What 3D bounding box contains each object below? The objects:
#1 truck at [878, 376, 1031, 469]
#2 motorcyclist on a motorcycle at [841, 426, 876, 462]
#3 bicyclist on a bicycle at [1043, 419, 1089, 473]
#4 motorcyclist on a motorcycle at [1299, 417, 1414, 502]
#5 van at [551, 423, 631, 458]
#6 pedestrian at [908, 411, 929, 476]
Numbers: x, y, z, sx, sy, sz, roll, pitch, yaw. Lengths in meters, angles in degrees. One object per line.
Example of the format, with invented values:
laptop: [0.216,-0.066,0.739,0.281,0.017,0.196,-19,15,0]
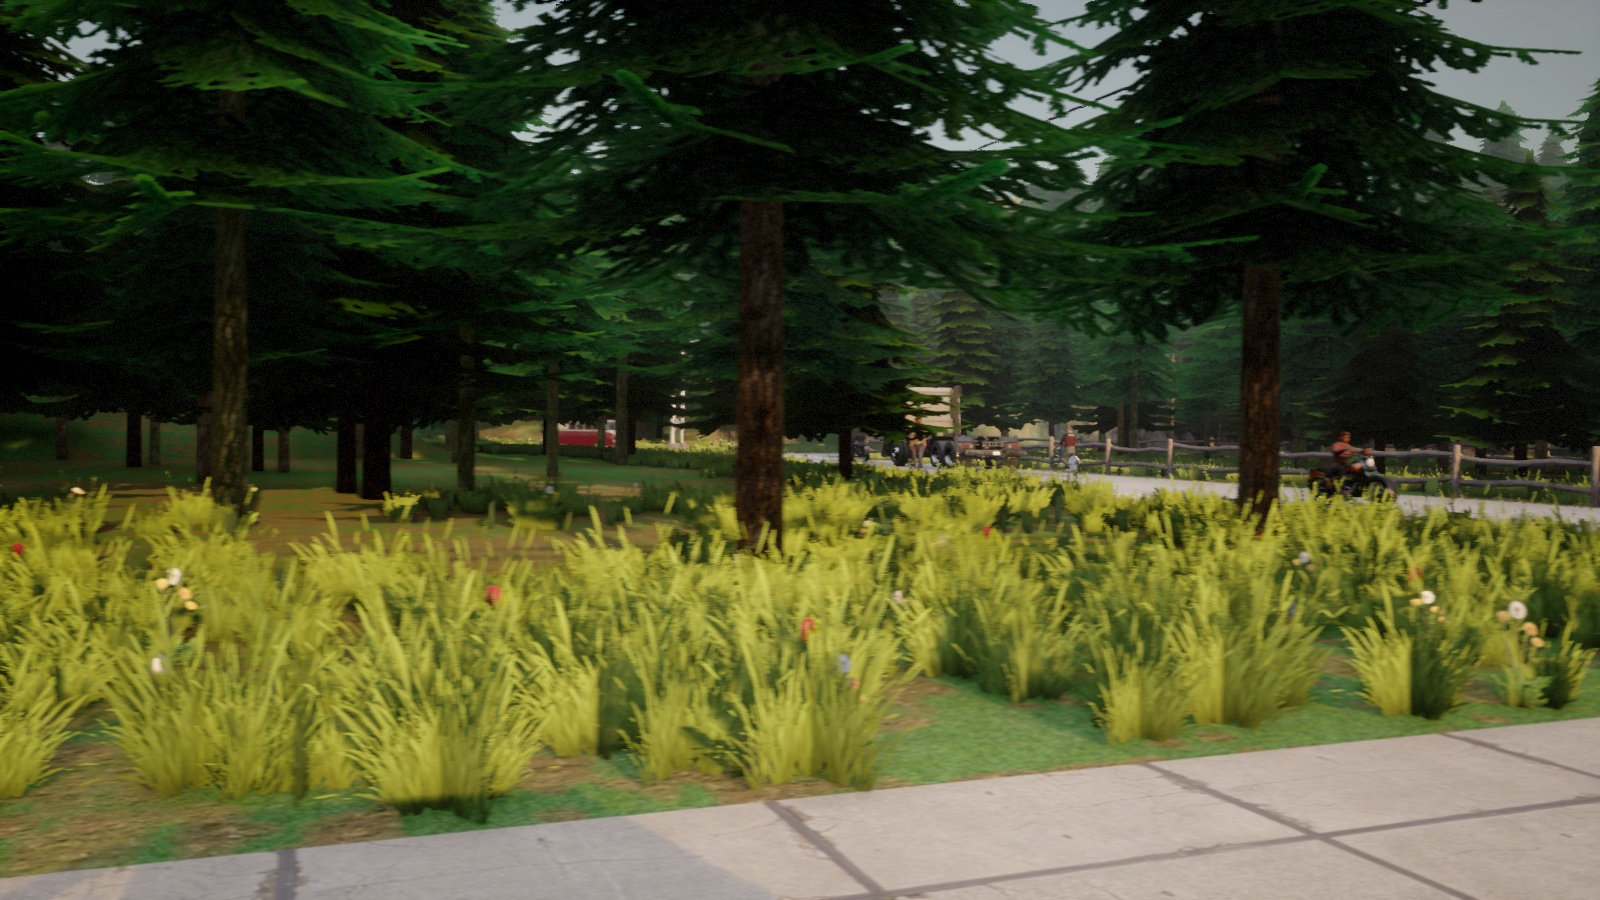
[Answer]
truck: [6.103,-1.108,51.077,2.891,3.462,7.936,-1,1,-20]
motorcyclist on a motorcycle: [2.798,-0.290,60.282,0.766,1.649,2.350,-1,1,-21]
bicyclist on a bicycle: [9.069,-0.153,42.807,0.659,1.776,1.843,-1,1,-20]
motorcyclist on a motorcycle: [11.413,0.169,25.850,0.766,1.649,2.350,-1,1,-19]
van: [-12.272,-0.544,73.735,4.442,1.987,1.775,0,1,26]
pedestrian: [3.372,-0.184,35.665,0.328,1.805,0.869,-1,1,-13]
